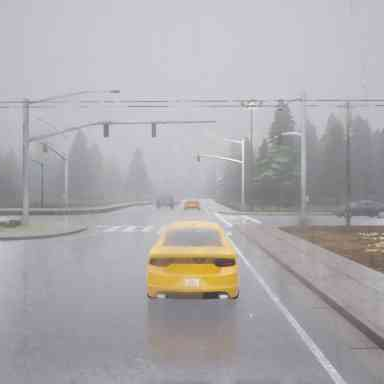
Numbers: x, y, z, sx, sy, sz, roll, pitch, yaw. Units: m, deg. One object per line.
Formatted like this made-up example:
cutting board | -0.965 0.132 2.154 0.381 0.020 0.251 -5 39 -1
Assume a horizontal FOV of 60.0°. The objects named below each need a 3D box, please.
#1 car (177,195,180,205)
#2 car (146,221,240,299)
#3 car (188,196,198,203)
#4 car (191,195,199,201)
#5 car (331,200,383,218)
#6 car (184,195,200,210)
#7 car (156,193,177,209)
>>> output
car | -3.541 1.352 55.931 2.097 1.767 4.553 0 0 0
car | 0.049 1.474 8.493 1.882 1.535 5.008 0 0 1
car | 0.297 1.537 72.716 2.033 1.411 5.357 0 0 2
car | 0.695 1.442 83.109 1.837 1.490 4.892 0 0 2
car | 14.909 1.531 29.471 4.892 1.490 1.837 0 0 1
car | 0.017 1.478 42.156 1.882 1.535 5.008 0 0 0
car | -3.596 1.221 45.637 2.150 2.045 5.566 0 0 -1
